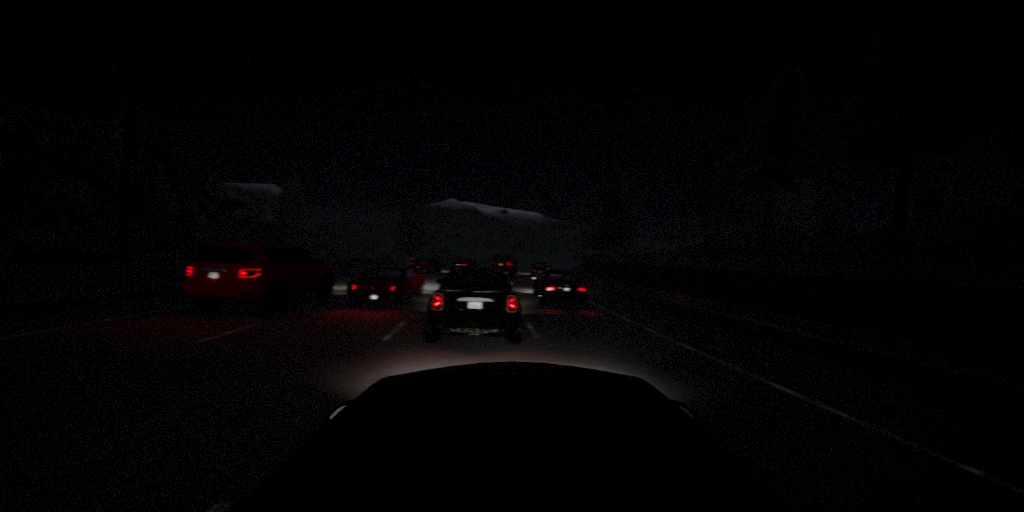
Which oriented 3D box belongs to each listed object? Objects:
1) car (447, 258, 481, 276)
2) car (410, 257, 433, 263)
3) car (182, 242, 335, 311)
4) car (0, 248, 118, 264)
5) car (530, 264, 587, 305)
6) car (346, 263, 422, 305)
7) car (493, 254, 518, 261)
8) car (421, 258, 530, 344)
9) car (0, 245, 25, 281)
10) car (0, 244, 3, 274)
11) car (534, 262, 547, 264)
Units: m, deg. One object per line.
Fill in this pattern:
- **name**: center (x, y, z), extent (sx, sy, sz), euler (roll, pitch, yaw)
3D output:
- **car**: center (-4.390, 0.973, 33.492), extent (2.128, 1.511, 4.902), euler (2, 0, 5)
- **car**: center (-7.900, 0.811, 33.455), extent (1.882, 1.535, 5.008), euler (2, 0, 4)
- **car**: center (-8.198, 0.598, 12.324), extent (2.150, 2.045, 5.566), euler (2, 0, -4)
- **car**: center (-18.988, 0.422, 14.522), extent (1.837, 1.490, 4.892), euler (2, 0, -2)
- **car**: center (2.047, 1.344, 16.537), extent (2.033, 1.411, 5.357), euler (2, 0, -2)
- **car**: center (-4.836, 1.113, 14.506), extent (1.895, 1.301, 4.718), euler (2, 0, -3)
- **car**: center (-0.746, 0.851, 35.051), extent (2.150, 2.045, 5.566), euler (2, 0, 6)
- **car**: center (-0.974, 1.040, 9.622), extent (2.097, 1.767, 4.553), euler (2, 0, -5)
- **car**: center (-22.432, 0.281, 13.398), extent (1.837, 1.490, 4.892), euler (2, 0, -2)
- **car**: center (-26.006, 0.126, 15.247), extent (1.837, 1.490, 4.892), euler (2, 0, -2)
- **car**: center (2.863, 1.306, 35.876), extent (1.812, 1.442, 4.674), euler (2, 0, 6)
